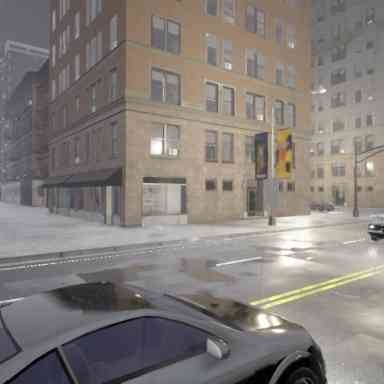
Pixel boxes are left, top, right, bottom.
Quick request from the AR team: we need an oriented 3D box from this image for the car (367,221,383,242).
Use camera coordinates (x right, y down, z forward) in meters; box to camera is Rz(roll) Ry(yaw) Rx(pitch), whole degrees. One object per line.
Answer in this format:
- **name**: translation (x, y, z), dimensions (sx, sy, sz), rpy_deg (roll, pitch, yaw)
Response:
- **car**: translation (10.014, 1.606, 15.309), dimensions (4.718, 1.301, 1.895), rpy_deg (0, 0, -38)

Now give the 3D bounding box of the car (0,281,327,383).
- **car**: translation (-0.642, 1.564, 2.971), dimensions (4.181, 1.385, 1.994), rpy_deg (0, 0, -37)

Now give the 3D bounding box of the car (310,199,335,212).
- **car**: translation (14.087, 1.553, 38.154), dimensions (1.994, 1.385, 4.181), rpy_deg (0, 0, -36)
